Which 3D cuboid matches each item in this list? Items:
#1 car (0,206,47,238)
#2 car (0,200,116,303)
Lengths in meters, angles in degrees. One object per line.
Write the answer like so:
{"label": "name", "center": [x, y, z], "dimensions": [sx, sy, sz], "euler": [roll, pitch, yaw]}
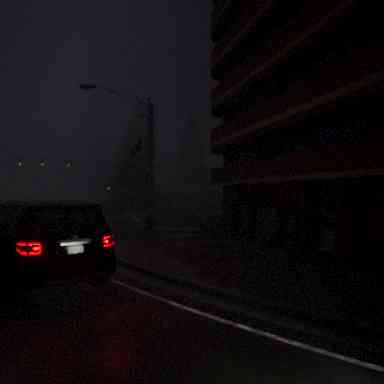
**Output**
{"label": "car", "center": [-9.343, 1.578, 18.501], "dimensions": [1.994, 1.385, 4.181], "euler": [0, 0, -19]}
{"label": "car", "center": [-3.973, 1.227, 8.582], "dimensions": [2.150, 2.045, 5.566], "euler": [0, 0, -39]}
